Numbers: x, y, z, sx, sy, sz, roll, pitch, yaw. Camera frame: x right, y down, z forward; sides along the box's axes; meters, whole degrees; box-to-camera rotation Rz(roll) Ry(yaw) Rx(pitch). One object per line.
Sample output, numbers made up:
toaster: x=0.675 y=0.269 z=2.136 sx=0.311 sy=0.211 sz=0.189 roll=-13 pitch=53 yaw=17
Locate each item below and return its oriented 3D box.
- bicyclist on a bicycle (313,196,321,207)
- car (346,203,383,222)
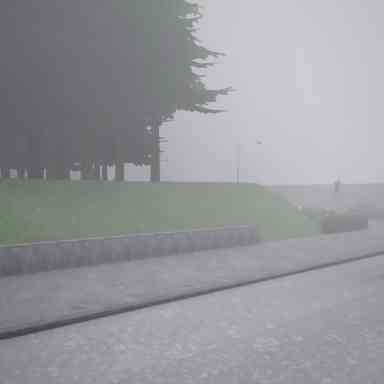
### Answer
bicyclist on a bicycle: x=14.921 y=1.349 z=39.633 sx=1.656 sy=1.620 sz=0.582 roll=0 pitch=0 yaw=-35
car: x=14.259 y=1.564 z=26.068 sx=1.994 sy=1.385 sz=4.181 roll=0 pitch=0 yaw=-35
